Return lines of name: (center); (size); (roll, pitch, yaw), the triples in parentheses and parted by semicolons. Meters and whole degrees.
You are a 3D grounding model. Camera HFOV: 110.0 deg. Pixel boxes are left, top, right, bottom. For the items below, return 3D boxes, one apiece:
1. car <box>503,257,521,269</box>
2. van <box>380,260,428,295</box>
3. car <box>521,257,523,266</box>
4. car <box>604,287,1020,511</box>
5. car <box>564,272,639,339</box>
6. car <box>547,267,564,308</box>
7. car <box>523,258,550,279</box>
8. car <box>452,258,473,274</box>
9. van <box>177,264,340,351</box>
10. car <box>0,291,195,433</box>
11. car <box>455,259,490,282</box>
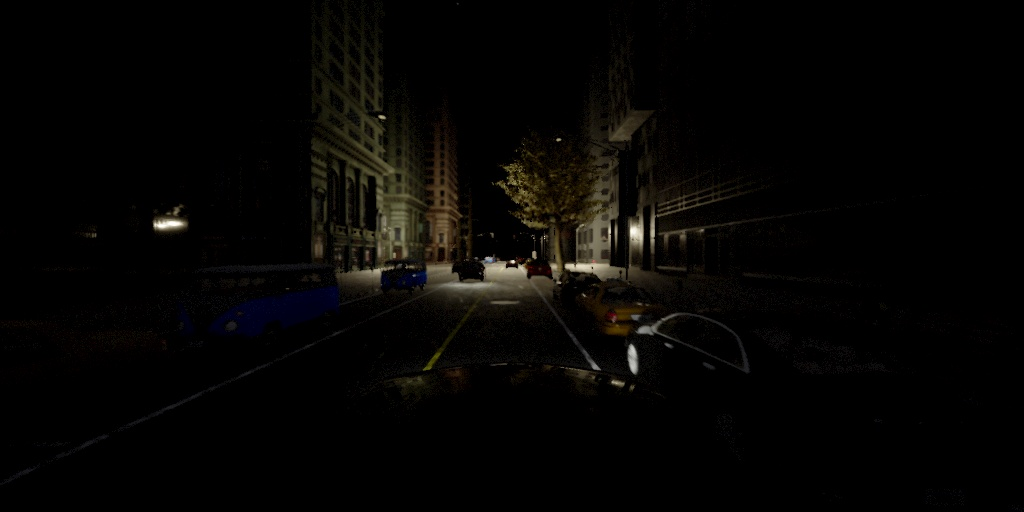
car: (0.001, 1.317, 55.920); (1.994, 1.385, 4.181); (0, 0, 1)
van: (-5.774, 1.086, 19.478); (1.690, 1.789, 3.998); (0, 0, 0)
car: (2.736, 1.279, 57.529); (1.751, 1.417, 4.829); (0, 0, 0)
car: (2.760, 1.300, 4.467); (2.007, 1.370, 4.403); (0, 0, 0)
car: (2.757, 1.273, 9.926); (1.751, 1.417, 4.829); (0, 0, 0)
car: (2.754, 1.312, 15.046); (1.948, 1.339, 4.313); (0, 0, 0)
car: (2.369, 1.098, 32.310); (2.097, 1.767, 4.553); (0, 0, 0)
car: (-5.786, 1.292, 41.130); (1.888, 1.381, 4.507); (0, 0, 0)
van: (-5.767, 1.089, 8.651); (1.690, 1.789, 3.998); (0, 0, 0)
car: (-5.764, 1.275, 3.068); (1.751, 1.417, 4.829); (0, 0, 0)
car: (-3.110, 1.223, 29.052); (1.882, 1.535, 5.008); (0, 0, 0)
